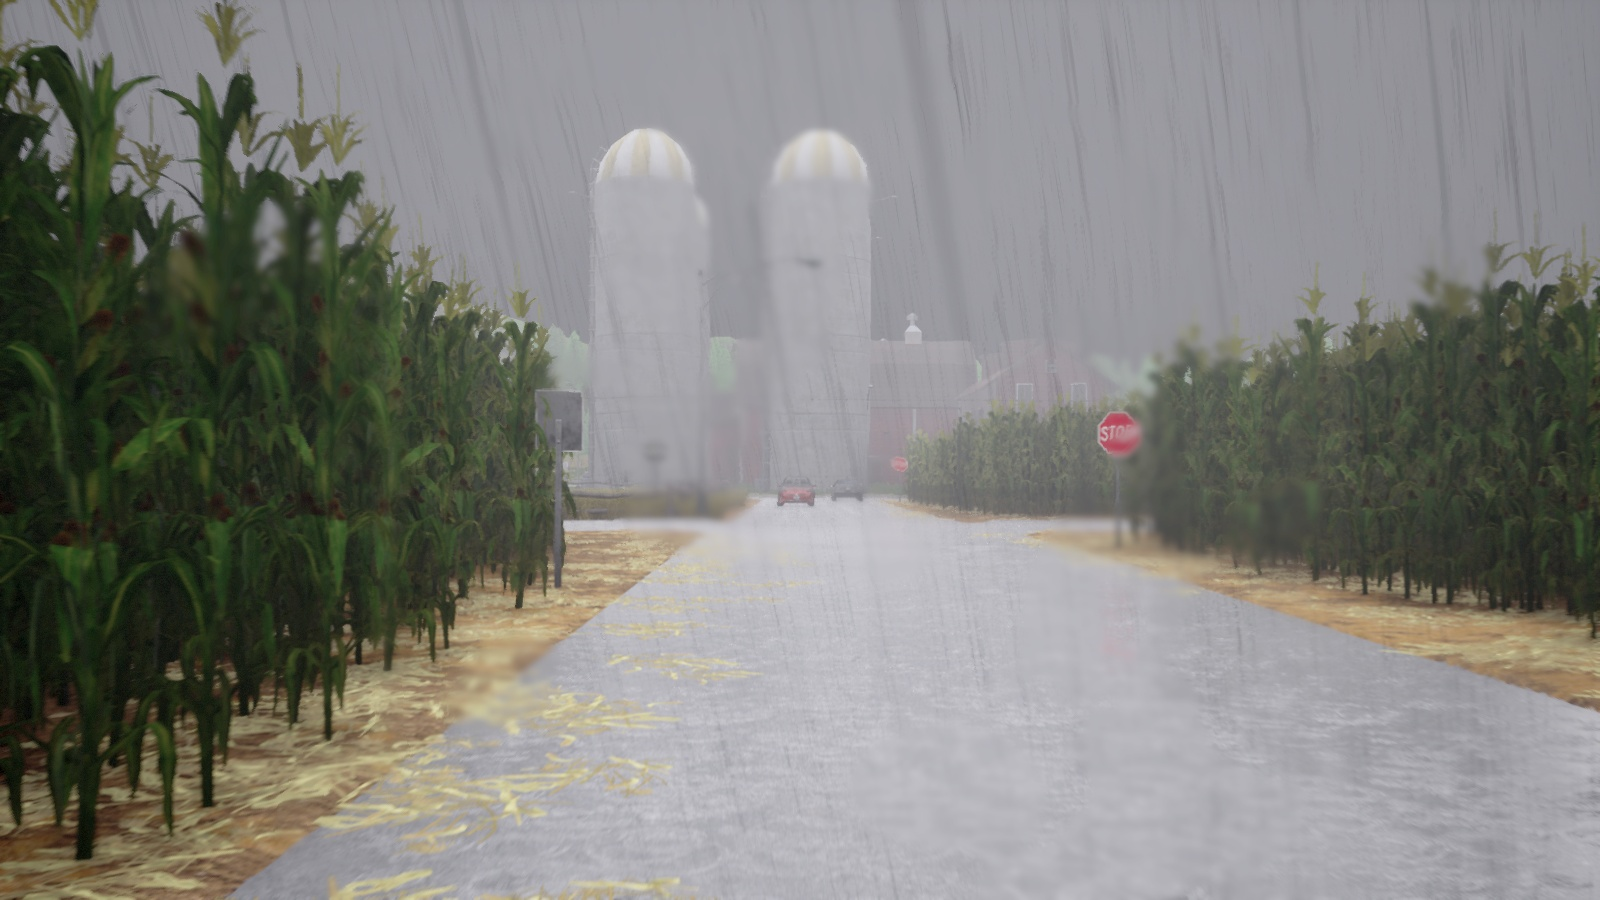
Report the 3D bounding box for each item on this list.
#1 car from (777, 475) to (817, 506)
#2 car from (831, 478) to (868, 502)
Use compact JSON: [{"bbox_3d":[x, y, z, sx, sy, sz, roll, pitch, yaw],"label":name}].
[{"bbox_3d":[-0.161,2.066,64.736,2.007,1.525,4.514,0,-1,0],"label":"car"},{"bbox_3d":[2.934,2.364,75.215,2.033,1.411,5.357,0,-1,0],"label":"car"}]
